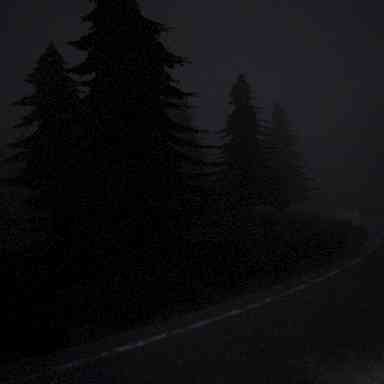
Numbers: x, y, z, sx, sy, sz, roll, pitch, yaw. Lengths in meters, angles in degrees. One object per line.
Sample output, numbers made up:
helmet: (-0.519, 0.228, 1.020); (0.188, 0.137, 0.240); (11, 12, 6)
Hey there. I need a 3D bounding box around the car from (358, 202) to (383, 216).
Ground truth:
car: (20.032, 1.808, 36.924); (1.882, 1.535, 5.008); (-4, -2, 8)
